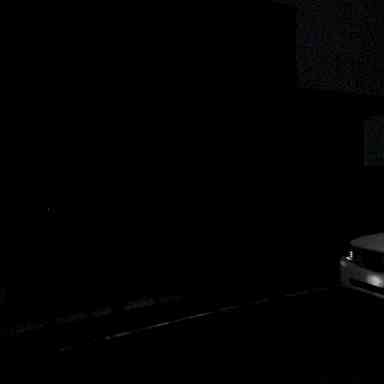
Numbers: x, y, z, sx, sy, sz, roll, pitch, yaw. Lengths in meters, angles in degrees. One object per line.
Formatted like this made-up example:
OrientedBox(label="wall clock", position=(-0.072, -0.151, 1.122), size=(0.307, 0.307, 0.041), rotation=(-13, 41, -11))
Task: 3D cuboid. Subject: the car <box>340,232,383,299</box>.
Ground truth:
OrientedBox(label="car", position=(5.744, 1.206, 6.970), size=(5.566, 2.045, 2.150), rotation=(0, 0, -24))
